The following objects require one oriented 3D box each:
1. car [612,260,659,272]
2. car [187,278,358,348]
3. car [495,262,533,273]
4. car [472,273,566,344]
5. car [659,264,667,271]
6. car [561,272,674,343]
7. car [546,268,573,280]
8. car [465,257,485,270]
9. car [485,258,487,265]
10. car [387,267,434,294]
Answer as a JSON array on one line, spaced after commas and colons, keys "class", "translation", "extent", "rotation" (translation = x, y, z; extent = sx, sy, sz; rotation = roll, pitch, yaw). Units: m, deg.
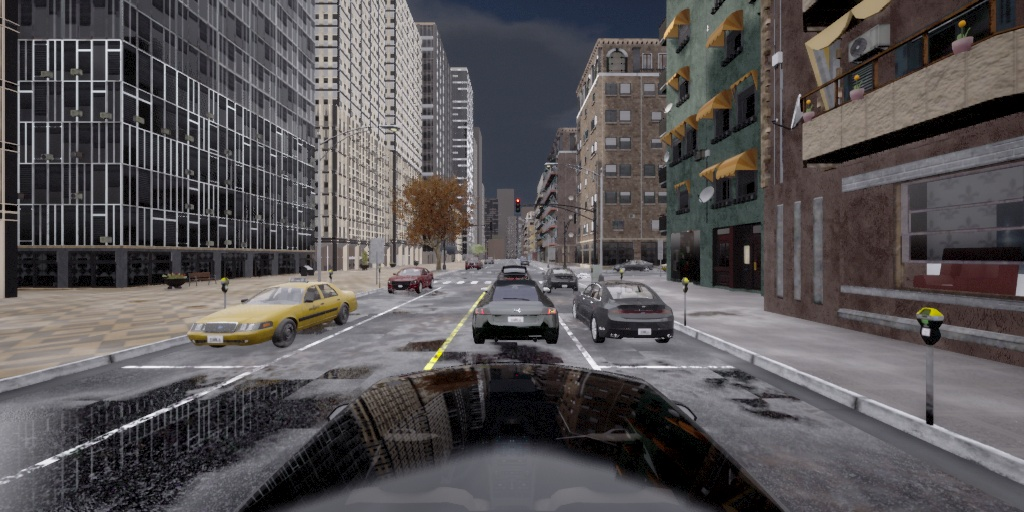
[{"class": "car", "translation": [13.444, 1.108, 39.929], "extent": [4.403, 1.370, 2.007], "rotation": [0, 0, -1]}, {"class": "car", "translation": [-5.690, 1.276, 9.283], "extent": [1.751, 1.417, 4.829], "rotation": [0, 0, 0]}, {"class": "car", "translation": [0.109, 1.259, 19.647], "extent": [1.837, 1.490, 4.892], "rotation": [0, 0, -1]}, {"class": "car", "translation": [0.089, 1.315, 9.598], "extent": [1.994, 1.385, 4.181], "rotation": [0, 0, 0]}, {"class": "car", "translation": [18.841, 1.006, 39.983], "extent": [4.829, 1.417, 1.751], "rotation": [0, 0, -1]}, {"class": "car", "translation": [2.691, 1.301, 9.450], "extent": [2.007, 1.370, 4.403], "rotation": [0, 0, 0]}, {"class": "car", "translation": [2.693, 1.305, 20.516], "extent": [2.007, 1.370, 4.403], "rotation": [0, 0, 0]}, {"class": "car", "translation": [-5.679, 1.098, 52.906], "extent": [2.192, 1.841, 5.009], "rotation": [0, 0, 0]}, {"class": "car", "translation": [-5.677, 1.356, 58.429], "extent": [1.948, 1.339, 4.313], "rotation": [0, 0, 0]}, {"class": "car", "translation": [-5.687, 1.299, 20.518], "extent": [1.888, 1.381, 4.507], "rotation": [0, 0, 0]}]
